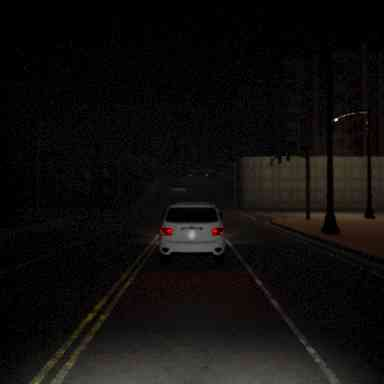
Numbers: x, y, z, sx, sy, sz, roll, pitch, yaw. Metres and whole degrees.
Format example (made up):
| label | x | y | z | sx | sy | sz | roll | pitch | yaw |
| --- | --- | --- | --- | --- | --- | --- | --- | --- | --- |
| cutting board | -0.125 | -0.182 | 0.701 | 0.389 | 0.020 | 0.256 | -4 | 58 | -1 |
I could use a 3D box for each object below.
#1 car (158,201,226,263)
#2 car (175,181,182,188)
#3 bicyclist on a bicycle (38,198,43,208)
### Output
| label | x | y | z | sx | sy | sz | roll | pitch | yaw |
| --- | --- | --- | --- | --- | --- | --- | --- | --- | --- |
| car | 0.009 | 1.349 | 12.601 | 2.150 | 2.045 | 5.566 | 0 | 0 | 0 |
| car | -3.495 | -2.100 | 87.973 | 2.033 | 1.411 | 5.357 | 0 | 12 | 0 |
| bicyclist on a bicycle | -25.259 | 1.842 | 55.513 | 0.582 | 1.620 | 1.656 | 0 | 0 | 0 |
